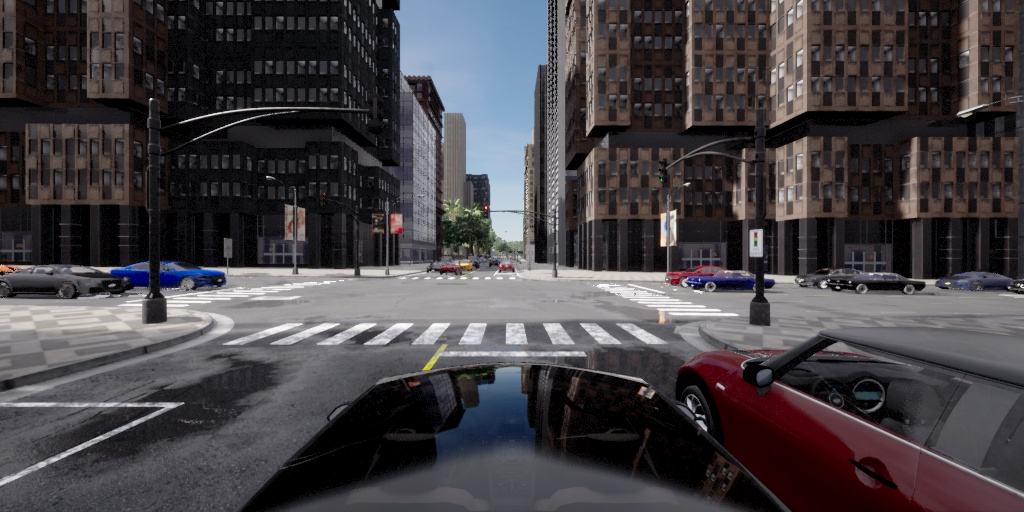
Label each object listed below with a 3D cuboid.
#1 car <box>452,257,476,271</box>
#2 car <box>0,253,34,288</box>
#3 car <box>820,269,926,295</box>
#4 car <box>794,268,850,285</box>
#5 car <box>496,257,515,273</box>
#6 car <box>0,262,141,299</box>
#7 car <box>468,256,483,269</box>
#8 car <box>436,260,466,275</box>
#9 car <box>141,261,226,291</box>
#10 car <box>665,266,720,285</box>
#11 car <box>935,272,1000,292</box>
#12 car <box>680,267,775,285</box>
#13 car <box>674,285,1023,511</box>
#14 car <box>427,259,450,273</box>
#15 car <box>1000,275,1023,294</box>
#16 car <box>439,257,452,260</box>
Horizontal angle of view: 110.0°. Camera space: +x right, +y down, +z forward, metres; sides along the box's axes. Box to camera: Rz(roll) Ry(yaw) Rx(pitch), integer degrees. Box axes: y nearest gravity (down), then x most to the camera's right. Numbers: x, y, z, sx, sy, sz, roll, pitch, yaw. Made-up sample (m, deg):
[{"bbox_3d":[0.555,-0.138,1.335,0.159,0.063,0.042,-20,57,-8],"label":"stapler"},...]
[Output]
[{"bbox_3d":[-6.522,1.247,48.933,1.882,1.535,5.008,0,0,0],"label":"car"},{"bbox_3d":[-28.710,0.725,18.757,4.553,1.767,2.097,1,0,0],"label":"car"},{"bbox_3d":[22.681,1.702,22.535,4.718,1.301,1.895,1,0,0],"label":"car"},{"bbox_3d":[23.122,1.608,25.786,4.892,1.490,1.837,1,0,0],"label":"car"},{"bbox_3d":[-0.629,1.198,43.768,1.967,1.591,4.097,0,0,0],"label":"car"},{"bbox_3d":[-19.368,1.073,15.566,4.181,1.385,1.994,1,0,0],"label":"car"},{"bbox_3d":[-6.588,1.014,59.272,2.150,2.045,5.566,0,0,0],"label":"car"},{"bbox_3d":[-6.482,1.347,38.539,1.895,1.301,4.718,0,0,1],"label":"car"},{"bbox_3d":[-17.993,1.002,18.914,5.008,1.535,1.882,0,0,-2],"label":"car"},{"bbox_3d":[13.631,1.444,25.733,5.008,1.535,1.882,1,0,0],"label":"car"},{"bbox_3d":[33.376,1.817,25.849,4.181,1.385,1.994,1,0,-1],"label":"car"},{"bbox_3d":[13.514,1.569,22.476,4.718,1.301,1.895,1,0,0],"label":"car"},{"bbox_3d":[2.763,1.190,2.378,1.967,1.591,4.097,0,0,0],"label":"car"},{"bbox_3d":[-9.154,1.323,43.711,1.948,1.339,4.313,0,0,0],"label":"car"},{"bbox_3d":[34.607,1.781,22.601,4.892,1.490,1.837,1,0,0],"label":"car"},{"bbox_3d":[-9.192,1.084,49.136,2.192,1.841,5.009,0,0,0],"label":"car"}]
